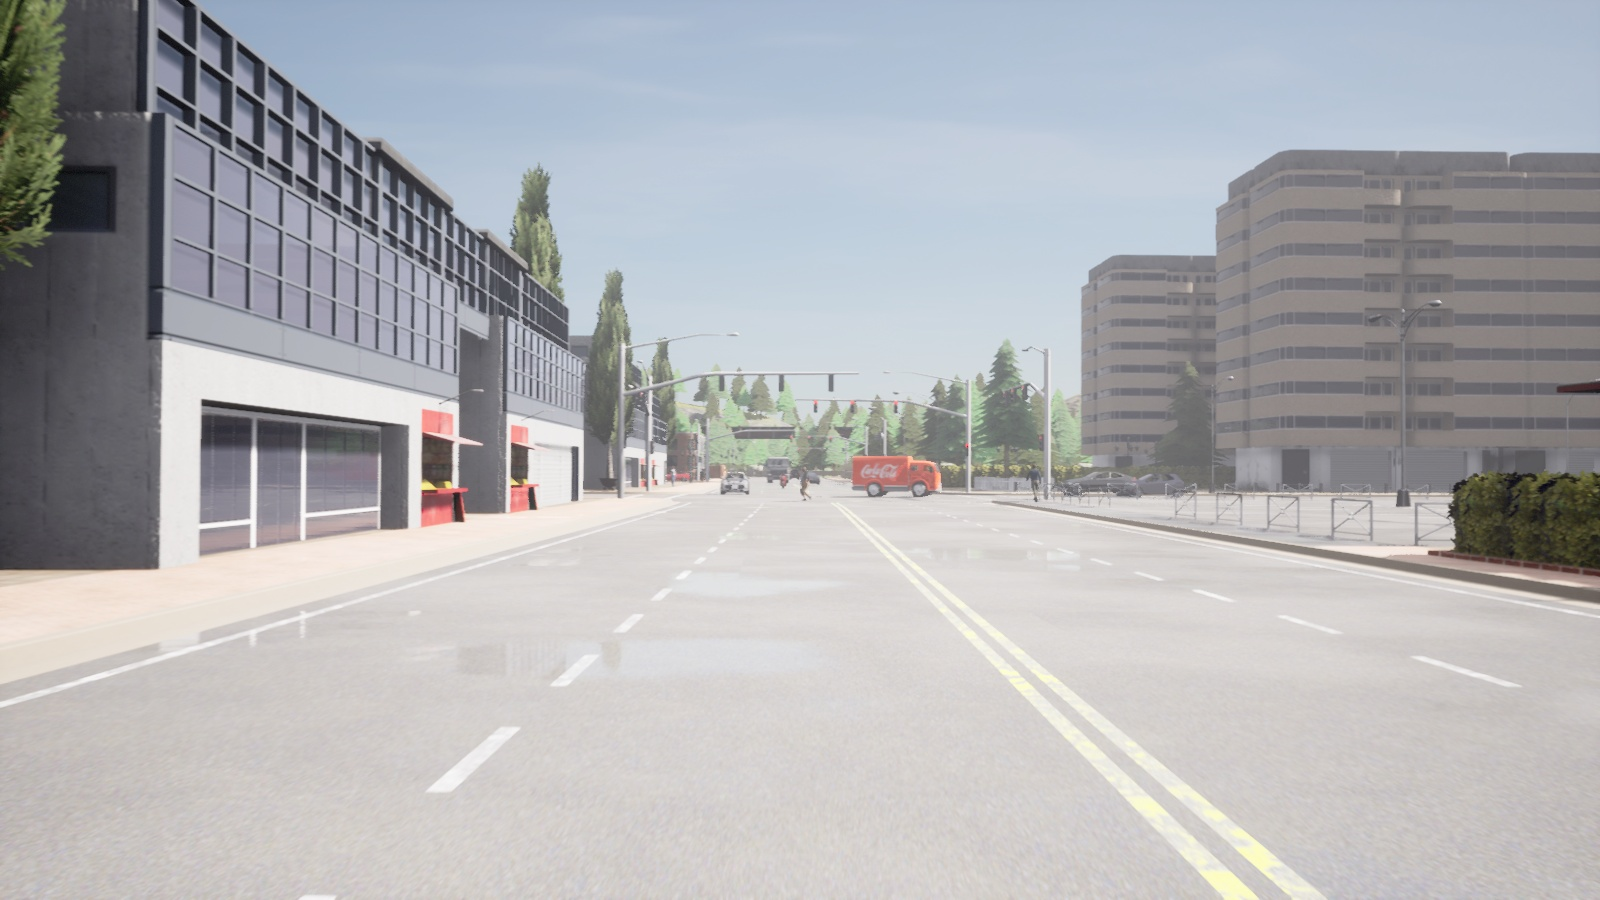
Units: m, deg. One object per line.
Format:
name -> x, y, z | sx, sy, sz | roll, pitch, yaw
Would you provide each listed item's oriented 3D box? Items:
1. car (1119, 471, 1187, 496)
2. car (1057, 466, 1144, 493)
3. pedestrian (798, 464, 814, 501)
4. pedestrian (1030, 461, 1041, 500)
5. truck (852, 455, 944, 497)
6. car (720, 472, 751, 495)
car -> 21.639, 2.041, 77.117 | 3.633, 1.501, 1.845 | 0, -1, -2
car -> 19.224, 1.872, 80.555 | 5.027, 1.651, 2.152 | 0, -1, -2
pedestrian -> 0.300, 1.649, 63.128 | 0.694, 1.848, 0.540 | 0, -1, -8
pedestrian -> 11.053, 1.421, 58.954 | 0.370, 1.835, 0.726 | 0, -1, 1
truck -> 5.937, 1.574, 75.753 | 5.204, 2.467, 2.627 | 0, -1, 13
car -> -4.198, 2.175, 82.428 | 1.970, 1.475, 3.806 | 0, -1, -2
